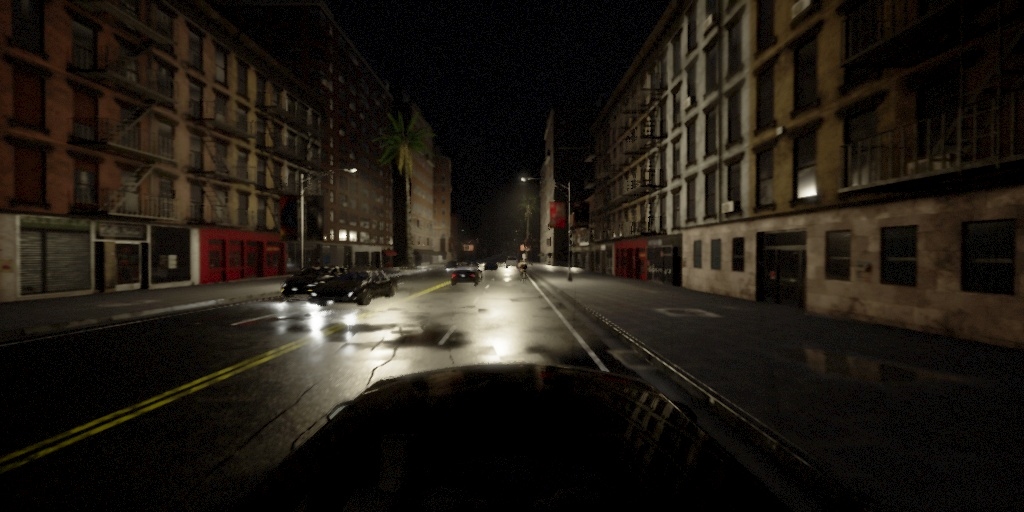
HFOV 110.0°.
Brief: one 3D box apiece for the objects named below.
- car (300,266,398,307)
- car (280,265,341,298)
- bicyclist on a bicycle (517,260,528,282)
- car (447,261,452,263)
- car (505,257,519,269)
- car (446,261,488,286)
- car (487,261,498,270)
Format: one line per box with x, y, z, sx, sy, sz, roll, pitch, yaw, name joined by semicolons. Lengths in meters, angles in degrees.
-6.600;1.306;15.692;2.033;1.411;5.357;0;0;0;car
-9.848;1.268;18.668;1.837;1.490;4.892;0;0;0;car
0.894;1.149;27.129;0.659;1.776;1.843;0;0;0;bicyclist on a bicycle
-9.788;1.449;60.015;1.994;1.385;4.181;0;0;1;car
0.027;1.121;62.751;2.150;2.045;5.566;0;0;1;car
-3.149;1.323;25.696;2.033;1.411;5.357;0;0;0;car
-3.149;1.424;54.498;1.994;1.385;4.181;0;0;0;car
